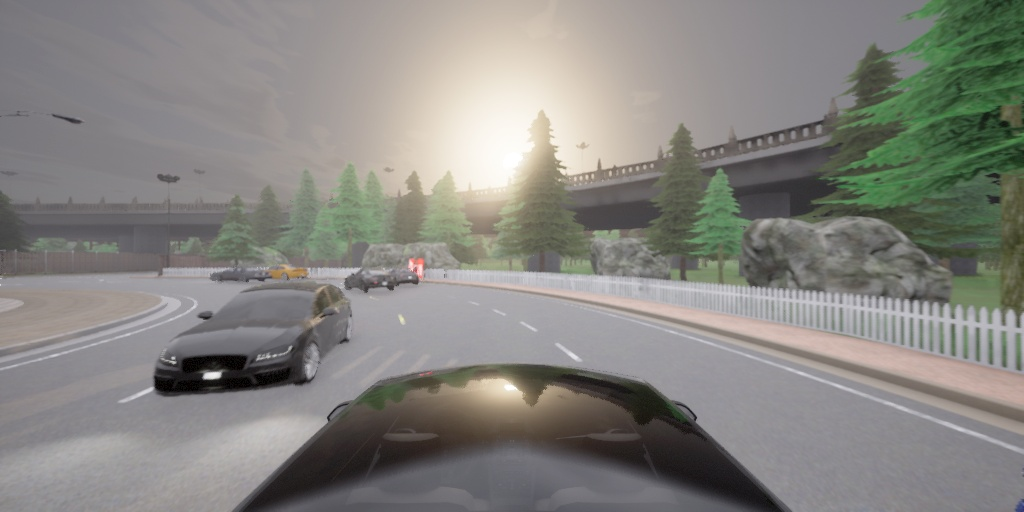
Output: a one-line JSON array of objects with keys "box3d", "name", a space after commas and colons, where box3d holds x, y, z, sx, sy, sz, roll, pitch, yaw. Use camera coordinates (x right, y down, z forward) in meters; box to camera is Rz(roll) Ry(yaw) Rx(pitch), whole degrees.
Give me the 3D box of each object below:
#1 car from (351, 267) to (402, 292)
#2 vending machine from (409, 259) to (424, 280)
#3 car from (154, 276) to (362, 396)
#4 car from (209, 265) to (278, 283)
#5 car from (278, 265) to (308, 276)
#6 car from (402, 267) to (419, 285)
[{"box3d": [-9.186, 1.488, 23.176, 1.812, 1.442, 4.674, 0, -1, -43], "name": "car"}, {"box3d": [-8.742, 1.240, 32.872, 0.880, 2.100, 1.100, 0, 0, 36], "name": "vending machine"}, {"box3d": [-4.426, 1.314, 7.004, 1.837, 1.490, 4.892, 1, -1, -13], "name": "car"}, {"box3d": [-23.851, 1.628, 31.612, 5.357, 1.411, 2.033, 0, -1, 15], "name": "car"}, {"box3d": [-22.157, 1.578, 34.578, 5.008, 1.535, 1.882, 0, -1, 17], "name": "car"}, {"box3d": [-8.986, 1.564, 27.610, 4.181, 1.385, 1.994, -1, -1, 41], "name": "car"}]
